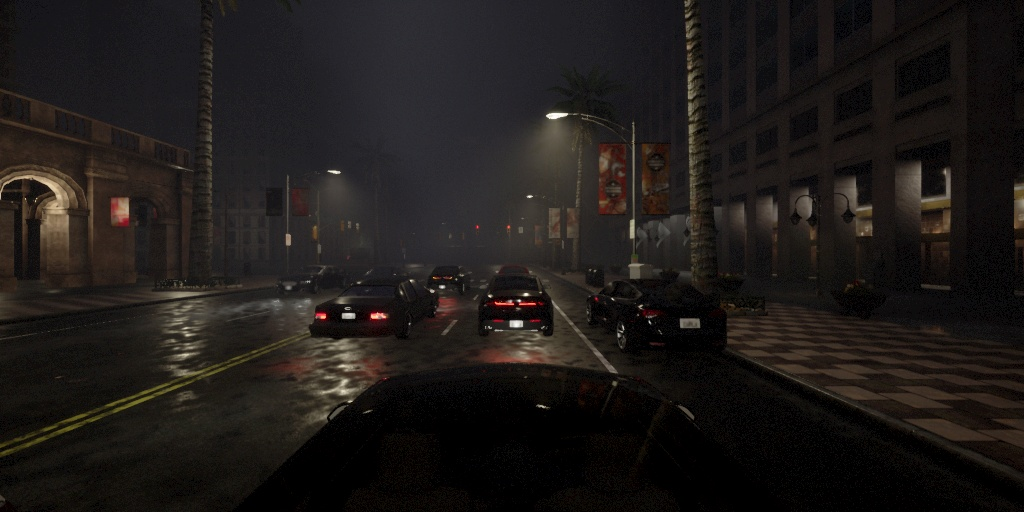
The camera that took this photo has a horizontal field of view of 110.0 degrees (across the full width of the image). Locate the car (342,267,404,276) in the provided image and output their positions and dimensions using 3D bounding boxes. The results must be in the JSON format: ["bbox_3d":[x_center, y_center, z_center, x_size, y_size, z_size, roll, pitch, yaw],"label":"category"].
[{"bbox_3d":[-7.030,1.298,19.931,2.033,1.411,5.357,0,0,1],"label":"car"}]

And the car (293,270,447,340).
[{"bbox_3d":[-3.399,1.297,9.987,2.033,1.411,5.357,0,0,0],"label":"car"}]

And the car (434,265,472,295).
[{"bbox_3d":[-3.395,1.255,19.876,1.837,1.490,4.892,0,0,0],"label":"car"}]

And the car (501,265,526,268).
[{"bbox_3d":[0.100,1.228,19.819,1.882,1.535,5.008,0,0,0],"label":"car"}]

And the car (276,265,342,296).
[{"bbox_3d":[-10.536,1.242,19.384,2.128,1.511,4.902,0,0,0],"label":"car"}]

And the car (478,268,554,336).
[{"bbox_3d":[0.091,1.254,10.369,1.837,1.490,4.892,0,0,0],"label":"car"}]
